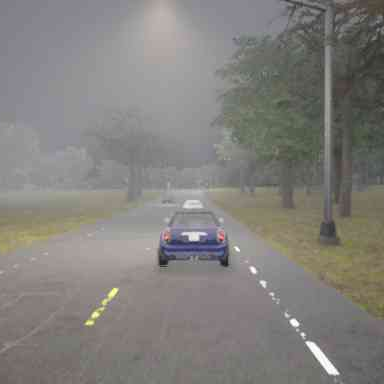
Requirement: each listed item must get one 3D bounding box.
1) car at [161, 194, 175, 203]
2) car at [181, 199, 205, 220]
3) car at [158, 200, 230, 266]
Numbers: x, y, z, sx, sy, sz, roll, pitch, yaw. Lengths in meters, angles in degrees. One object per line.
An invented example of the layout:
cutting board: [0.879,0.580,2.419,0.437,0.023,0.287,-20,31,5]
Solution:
car: [-3.558,1.051,50.381,2.033,1.411,5.357,0,1,0]
car: [0.081,1.367,27.835,1.812,1.442,4.674,0,1,0]
car: [0.070,1.324,11.597,2.097,1.767,4.553,0,0,0]
